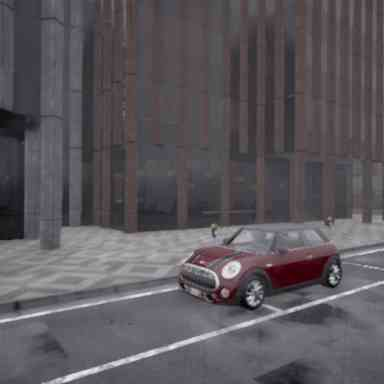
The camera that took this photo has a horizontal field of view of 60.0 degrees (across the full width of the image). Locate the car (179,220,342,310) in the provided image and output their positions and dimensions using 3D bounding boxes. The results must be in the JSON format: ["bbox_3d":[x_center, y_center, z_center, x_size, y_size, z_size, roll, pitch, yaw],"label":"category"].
[{"bbox_3d":[1.686,1.503,7.855,4.097,1.590,1.967,1,-1,-36],"label":"car"}]
